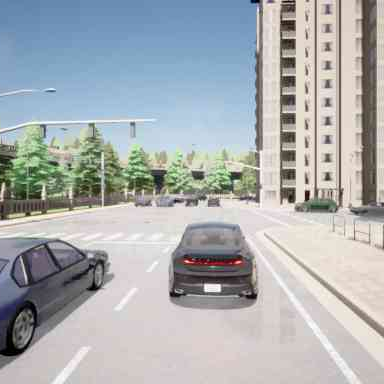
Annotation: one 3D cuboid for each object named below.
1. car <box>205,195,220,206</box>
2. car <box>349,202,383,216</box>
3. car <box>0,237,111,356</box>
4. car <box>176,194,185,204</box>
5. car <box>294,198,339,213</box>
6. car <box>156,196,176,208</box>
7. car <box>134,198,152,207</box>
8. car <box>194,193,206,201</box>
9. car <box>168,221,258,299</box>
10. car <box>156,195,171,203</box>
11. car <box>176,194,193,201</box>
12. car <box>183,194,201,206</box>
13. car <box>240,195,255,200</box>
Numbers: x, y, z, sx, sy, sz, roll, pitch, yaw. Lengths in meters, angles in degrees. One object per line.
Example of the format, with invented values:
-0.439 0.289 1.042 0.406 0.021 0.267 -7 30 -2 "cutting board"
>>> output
3.608 1.491 54.911 2.128 1.511 4.902 0 0 4 "car"
18.355 1.656 33.188 4.718 1.301 1.895 0 0 3 "car"
-3.138 1.547 6.033 2.033 1.411 5.357 0 0 4 "car"
-2.774 1.601 65.365 1.895 1.301 4.718 0 0 5 "car"
13.756 1.407 36.988 4.553 1.767 2.097 0 0 5 "car"
-3.967 1.352 49.116 2.097 1.767 4.553 0 0 3 "car"
-7.391 1.547 50.690 2.033 1.411 5.357 0 0 4 "car"
1.498 1.225 80.037 2.150 2.045 5.566 0 0 29 "car"
0.546 1.505 8.488 1.837 1.490 4.892 0 0 4 "car"
-5.926 1.492 69.115 2.128 1.511 4.902 0 0 6 "car"
-1.853 1.355 81.233 2.097 1.767 4.553 0 0 29 "car"
0.120 1.504 55.208 1.837 1.490 4.892 0 0 4 "car"
14.923 1.524 89.007 4.674 1.442 1.812 0 0 -29 "car"
